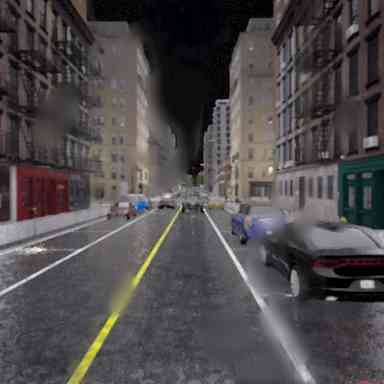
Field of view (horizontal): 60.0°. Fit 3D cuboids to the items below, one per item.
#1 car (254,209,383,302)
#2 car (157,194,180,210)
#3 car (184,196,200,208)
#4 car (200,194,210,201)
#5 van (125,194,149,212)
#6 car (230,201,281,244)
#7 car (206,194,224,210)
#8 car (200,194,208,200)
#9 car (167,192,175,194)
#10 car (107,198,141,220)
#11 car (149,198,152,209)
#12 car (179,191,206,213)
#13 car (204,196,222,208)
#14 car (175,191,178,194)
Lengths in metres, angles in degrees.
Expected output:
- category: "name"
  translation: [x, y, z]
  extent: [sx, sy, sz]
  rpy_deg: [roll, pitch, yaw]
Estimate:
- category: "car"
  translation: [3.015, 1.417, 8.195]
  extent: [1.882, 1.535, 5.008]
  rpy_deg: [0, 0, 0]
- category: "car"
  translation: [-2.811, 1.271, 37.954]
  extent: [2.033, 1.411, 5.357]
  rpy_deg: [0, 0, 0]
- category: "car"
  translation: [0.022, 1.247, 43.568]
  extent: [1.994, 1.385, 4.181]
  rpy_deg: [0, 0, 0]
- category: "car"
  translation: [2.642, 1.048, 69.106]
  extent: [2.008, 1.369, 4.403]
  rpy_deg: [0, 0, 0]
- category: "van"
  translation: [-5.389, 1.112, 31.417]
  extent: [1.690, 1.788, 3.998]
  rpy_deg: [0, 0, 0]
- category: "car"
  translation: [2.989, 1.241, 15.164]
  extent: [2.097, 1.767, 4.553]
  rpy_deg: [0, 0, 0]
- category: "car"
  translation: [2.647, 1.255, 36.995]
  extent: [1.752, 1.417, 4.829]
  rpy_deg: [0, 0, 0]
- category: "car"
  translation: [2.643, 1.038, 74.788]
  extent: [1.802, 1.307, 4.206]
  rpy_deg: [0, 0, 0]
- category: "car"
  translation: [-5.382, 0.983, 74.617]
  extent: [1.752, 1.417, 4.829]
  rpy_deg: [0, 0, 0]
- category: "car"
  translation: [-5.391, 1.392, 26.012]
  extent: [1.802, 1.307, 4.206]
  rpy_deg: [0, 0, 0]
- category: "car"
  translation: [-5.387, 1.282, 36.824]
  extent: [2.008, 1.369, 4.403]
  rpy_deg: [0, 0, 0]
- category: "car"
  translation: [0.081, 1.105, 33.905]
  extent: [2.097, 1.767, 4.553]
  rpy_deg: [0, 0, 0]
- category: "car"
  translation: [2.642, 1.243, 42.231]
  extent: [2.008, 1.369, 4.403]
  rpy_deg: [0, 0, 0]
- category: "car"
  translation: [-5.381, 0.938, 86.149]
  extent: [1.947, 1.339, 4.313]
  rpy_deg: [0, 0, 0]
